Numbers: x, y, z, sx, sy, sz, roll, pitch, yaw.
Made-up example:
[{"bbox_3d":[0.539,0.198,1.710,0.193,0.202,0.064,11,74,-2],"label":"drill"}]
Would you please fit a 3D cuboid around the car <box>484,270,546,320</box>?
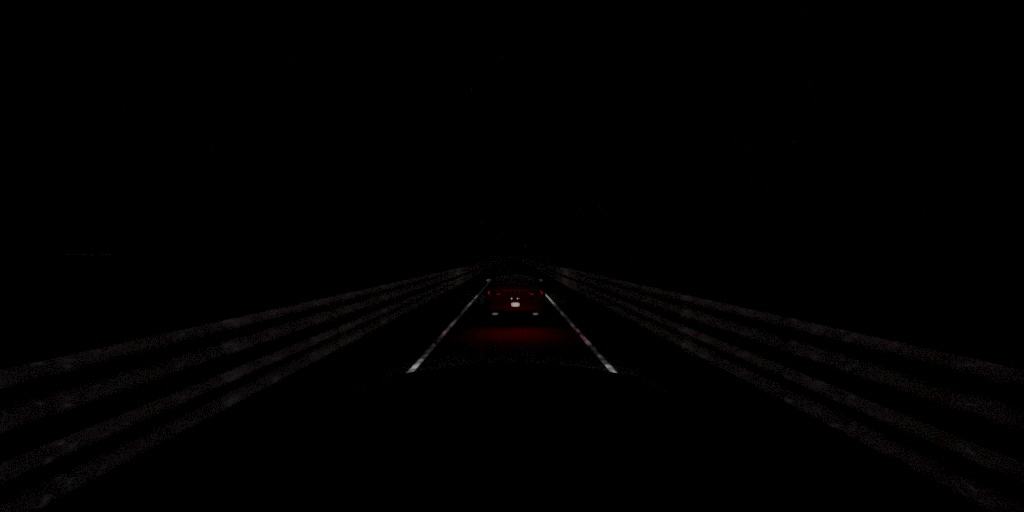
[{"bbox_3d":[0.098,1.230,12.678,1.882,1.535,5.008,0,0,0],"label":"car"}]
